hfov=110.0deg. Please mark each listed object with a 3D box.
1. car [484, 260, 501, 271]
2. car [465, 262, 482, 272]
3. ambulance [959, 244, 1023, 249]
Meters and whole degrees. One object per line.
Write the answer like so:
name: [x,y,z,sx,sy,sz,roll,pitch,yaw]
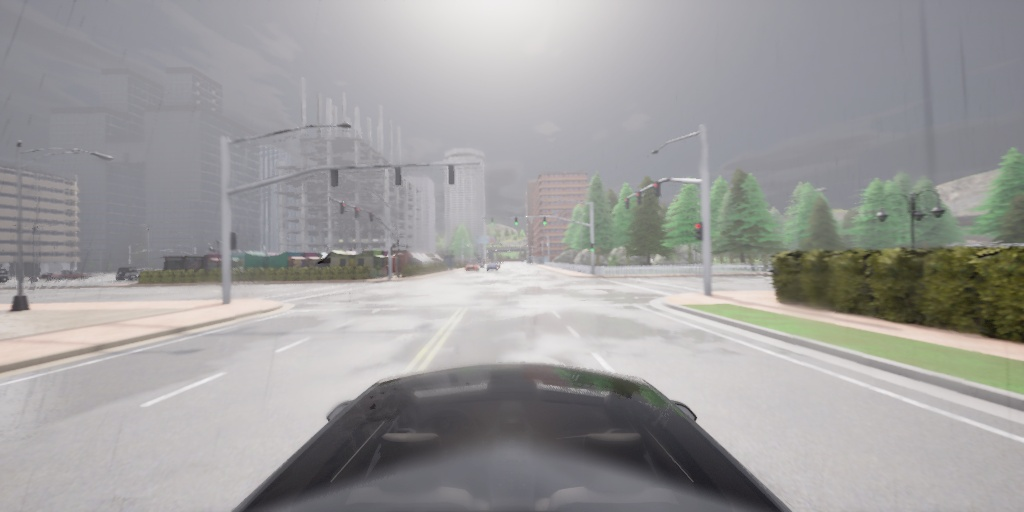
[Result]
car: [-3.481,1.908,63.310,1.812,1.442,4.674,-1,0,0]
car: [-6.985,1.804,63.384,2.097,1.767,4.553,-1,-1,0]
ambulance: [40.643,0.242,30.666,6.366,2.431,2.351,-1,-1,1]
